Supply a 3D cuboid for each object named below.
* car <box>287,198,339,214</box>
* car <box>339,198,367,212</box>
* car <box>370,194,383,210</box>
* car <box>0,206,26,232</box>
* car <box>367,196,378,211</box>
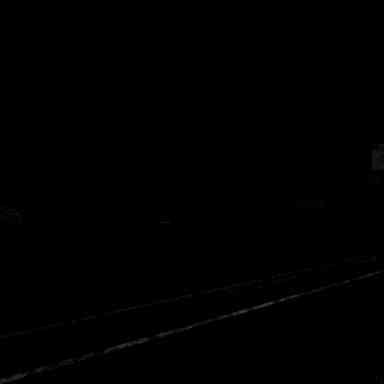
[{"bbox_3d":[12.503,1.441,35.418,2.097,1.535,5.008,0,0,-35],"label":"car"},{"bbox_3d":[17.033,1.458,38.657,2.097,1.535,5.008,0,0,-35],"label":"car"},{"bbox_3d":[23.858,1.385,43.478,2.185,1.767,4.553,1,0,-36],"label":"car"},{"bbox_3d":[-10.701,1.491,18.896,2.002,1.452,4.674,0,0,-35],"label":"car"},{"bbox_3d":[19.304,1.513,40.272,2.002,1.452,4.674,0,0,-35],"label":"car"}]
